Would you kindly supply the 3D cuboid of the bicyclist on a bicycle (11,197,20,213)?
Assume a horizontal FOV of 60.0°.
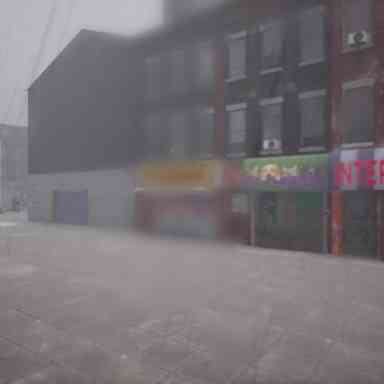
[{"bbox_3d":[-17.893,1.320,33.649,1.656,1.620,0.582,0,0,36],"label":"bicyclist on a bicycle"}]
